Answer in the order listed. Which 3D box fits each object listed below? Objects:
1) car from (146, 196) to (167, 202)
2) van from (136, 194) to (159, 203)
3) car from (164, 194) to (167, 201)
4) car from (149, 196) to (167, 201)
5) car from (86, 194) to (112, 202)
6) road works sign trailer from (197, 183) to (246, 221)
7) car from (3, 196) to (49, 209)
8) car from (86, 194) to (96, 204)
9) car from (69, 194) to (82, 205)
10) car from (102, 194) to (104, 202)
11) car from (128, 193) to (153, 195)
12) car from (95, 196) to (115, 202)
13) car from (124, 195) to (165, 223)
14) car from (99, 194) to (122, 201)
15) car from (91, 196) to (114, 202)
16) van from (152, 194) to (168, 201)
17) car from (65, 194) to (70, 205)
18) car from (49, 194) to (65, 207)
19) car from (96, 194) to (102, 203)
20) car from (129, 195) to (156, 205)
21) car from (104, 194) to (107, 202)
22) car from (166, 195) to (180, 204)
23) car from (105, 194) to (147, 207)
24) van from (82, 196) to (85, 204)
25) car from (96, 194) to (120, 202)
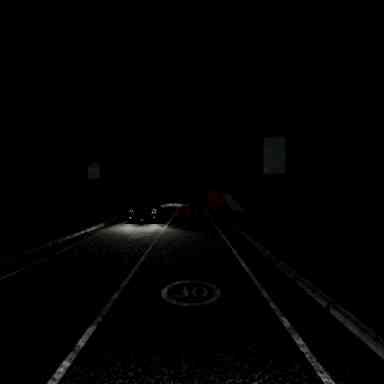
[{"bbox_3d":[-9.333,1.764,88.355,5.366,1.575,1.946,0,-1,0],"label":"car"},{"bbox_3d":[-9.178,1.350,68.739,4.442,1.987,1.878,0,-1,0],"label":"van"},{"bbox_3d":[-9.114,1.374,74.346,5.566,2.045,2.435,0,-1,0],"label":"car"},{"bbox_3d":[-9.189,1.831,91.159,4.792,1.488,2.163,0,-1,0],"label":"car"},{"bbox_3d":[-22.161,1.422,79.723,5.566,2.045,2.435,0,-1,0],"label":"car"},{"bbox_3d":[2.287,1.038,25.745,3.560,2.880,2.380,-5,45,-44],"label":"road works sign trailer"},{"bbox_3d":[-22.057,1.414,43.521,5.008,1.535,2.097,0,0,0],"label":"car"},{"bbox_3d":[-22.127,1.589,65.796,4.674,1.452,2.002,0,-1,0],"label":"car"},{"bbox_3d":[-22.068,1.353,57.445,4.553,1.767,2.185,0,0,0],"label":"car"},{"bbox_3d":[-22.147,1.598,71.368,5.008,1.535,2.097,0,-1,0],"label":"car"},{"bbox_3d":[-9.025,1.181,49.118,5.566,2.045,2.435,0,0,0],"label":"car"},{"bbox_3d":[-22.211,1.770,85.167,4.674,1.452,2.002,0,-1,0],"label":"car"},{"bbox_3d":[-3.425,1.322,24.962,2.097,1.767,4.553,0,0,0],"label":"car"},{"bbox_3d":[-22.209,1.544,90.740,5.566,2.045,2.435,0,-1,0],"label":"car"},{"bbox_3d":[-22.196,1.702,82.507,5.008,1.535,2.097,0,-1,0],"label":"car"},{"bbox_3d":[-9.055,1.609,93.966,4.442,1.987,1.878,0,-1,0],"label":"van"},{"bbox_3d":[-22.085,1.483,51.876,4.674,1.452,2.002,0,0,0],"label":"car"},{"bbox_3d":[-22.081,1.429,49.089,5.008,1.535,2.097,0,0,0],"label":"car"},{"bbox_3d":[-21.955,1.571,68.582,5.366,1.575,1.946,0,-1,0],"label":"car"},{"bbox_3d":[-8.998,1.377,60.328,4.553,1.767,2.185,0,-1,0],"label":"car"},{"bbox_3d":[-22.136,1.652,74.152,4.792,1.488,2.163,0,0,0],"label":"car"},{"bbox_3d":[-3.459,1.681,65.730,1.895,1.301,4.718,0,0,0],"label":"car"},{"bbox_3d":[-8.983,1.424,46.316,4.892,1.521,2.231,0,0,0],"label":"car"},{"bbox_3d":[-22.225,1.274,60.226,4.442,1.987,1.878,0,0,0],"label":"van"},{"bbox_3d":[-22.197,1.512,88.078,5.566,2.045,2.435,0,-1,0],"label":"car"}]
